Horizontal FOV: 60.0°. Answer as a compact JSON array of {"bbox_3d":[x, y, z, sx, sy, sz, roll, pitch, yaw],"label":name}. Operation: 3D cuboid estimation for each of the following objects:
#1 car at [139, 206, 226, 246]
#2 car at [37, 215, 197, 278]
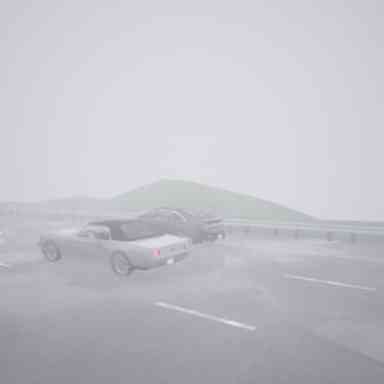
[{"bbox_3d":[-1.048,1.319,12.988,4.902,1.511,2.128,1,1,33],"label":"car"},{"bbox_3d":[-2.417,1.458,9.735,4.718,1.301,1.895,1,1,33],"label":"car"}]
